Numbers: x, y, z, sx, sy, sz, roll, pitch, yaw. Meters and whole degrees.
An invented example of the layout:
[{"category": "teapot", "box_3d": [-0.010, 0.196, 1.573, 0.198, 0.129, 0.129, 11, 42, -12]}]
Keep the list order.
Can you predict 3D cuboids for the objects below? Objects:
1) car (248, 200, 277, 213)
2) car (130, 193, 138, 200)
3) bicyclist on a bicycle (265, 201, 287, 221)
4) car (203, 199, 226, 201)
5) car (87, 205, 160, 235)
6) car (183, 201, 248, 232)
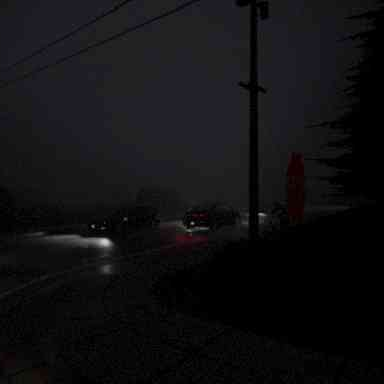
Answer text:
[{"category": "car", "box_3d": [8.141, 1.591, 37.953, 2.033, 1.411, 5.357, 0, 0, 33]}, {"category": "car", "box_3d": [-14.891, 1.188, 87.202, 3.866, 1.878, 1.905, -2, 6, -11]}, {"category": "bicyclist on a bicycle", "box_3d": [5.014, 1.339, 19.266, 1.656, 1.620, 0.582, 0, 0, 33]}, {"category": "car", "box_3d": [1.572, 1.395, 27.750, 2.097, 1.767, 4.553, 0, 0, 33]}, {"category": "car", "box_3d": [-3.829, 1.548, 19.345, 1.837, 1.490, 4.892, 0, 0, 33]}, {"category": "car", "box_3d": [1.359, 1.532, 20.666, 2.128, 1.511, 4.902, 0, 0, 33]}]
